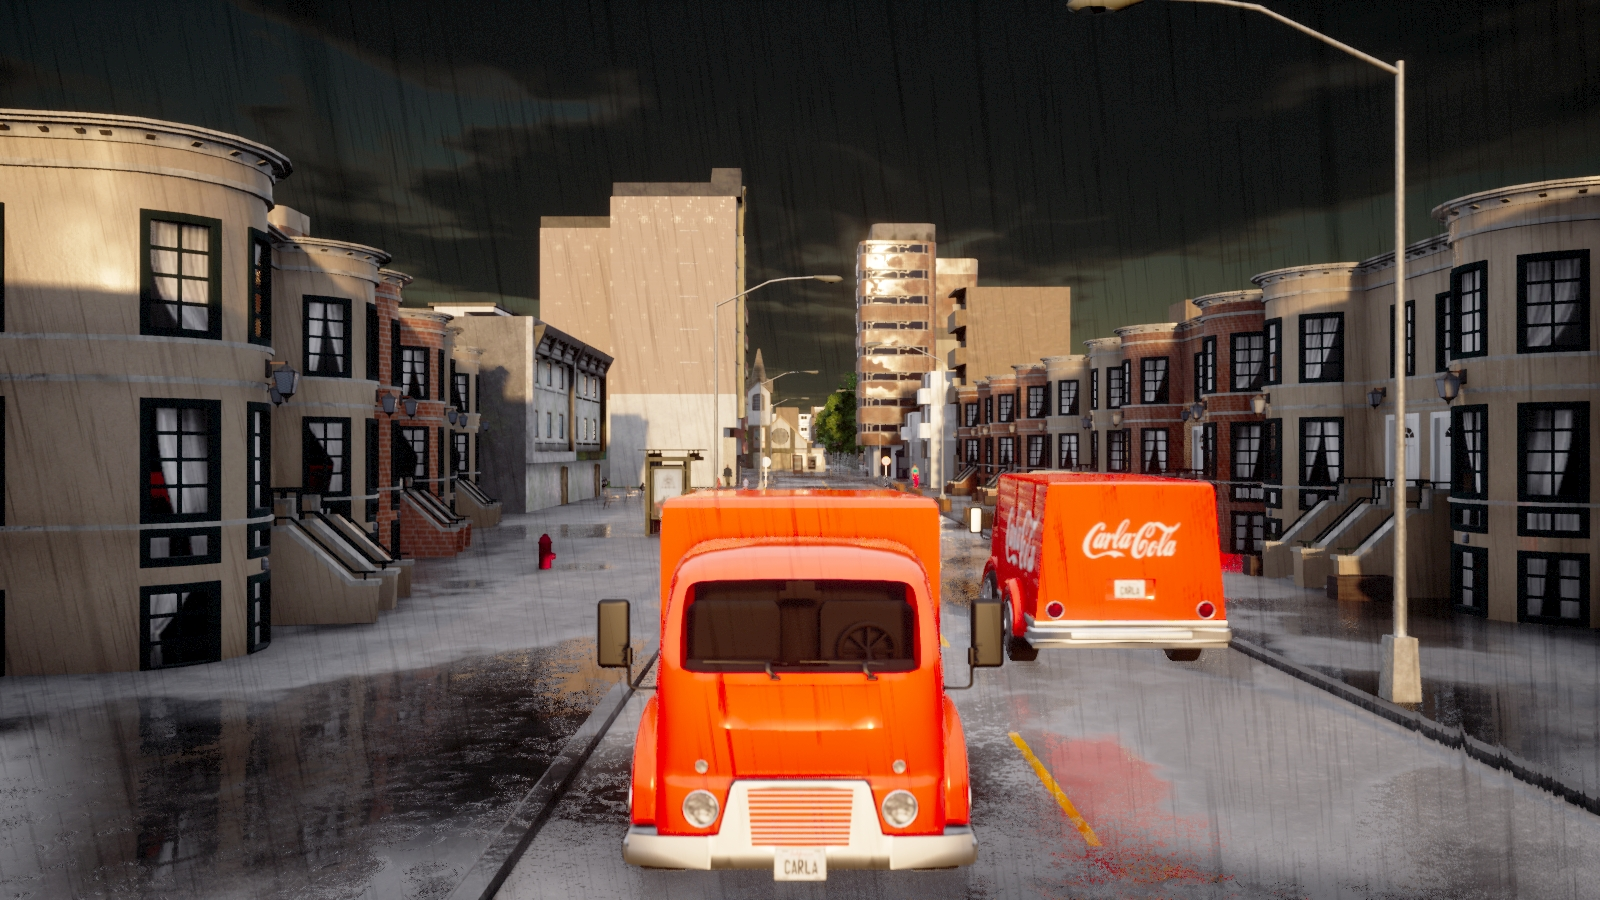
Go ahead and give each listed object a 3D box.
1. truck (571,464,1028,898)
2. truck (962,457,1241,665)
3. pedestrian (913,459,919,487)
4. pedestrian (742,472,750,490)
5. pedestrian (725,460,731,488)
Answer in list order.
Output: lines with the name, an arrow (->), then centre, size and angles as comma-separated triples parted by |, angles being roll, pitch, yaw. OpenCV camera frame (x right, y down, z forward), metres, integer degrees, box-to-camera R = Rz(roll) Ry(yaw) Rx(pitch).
truck -> 0.000, 1.357, 9.178 | 2.627, 2.467, 5.204 | 0, 0, 0
truck -> 4.001, 1.355, 16.355 | 2.627, 2.467, 5.204 | 0, 0, 0
pedestrian -> 7.813, 1.554, 77.194 | 0.375, 1.860, 0.375 | 0, 0, 0
pedestrian -> -3.317, 1.933, 70.362 | 0.500, 1.100, 0.500 | 0, 0, -1
pedestrian -> -4.660, 1.553, 74.201 | 0.375, 1.860, 0.375 | 0, 0, -3
